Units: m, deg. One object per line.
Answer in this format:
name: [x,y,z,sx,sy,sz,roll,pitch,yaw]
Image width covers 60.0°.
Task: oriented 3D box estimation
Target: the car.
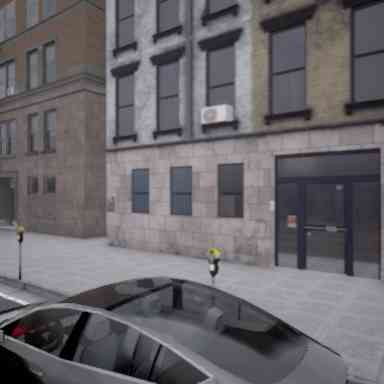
car: [-0.742,1.569,3.340,4.313,1.339,1.947,0,0,36]
